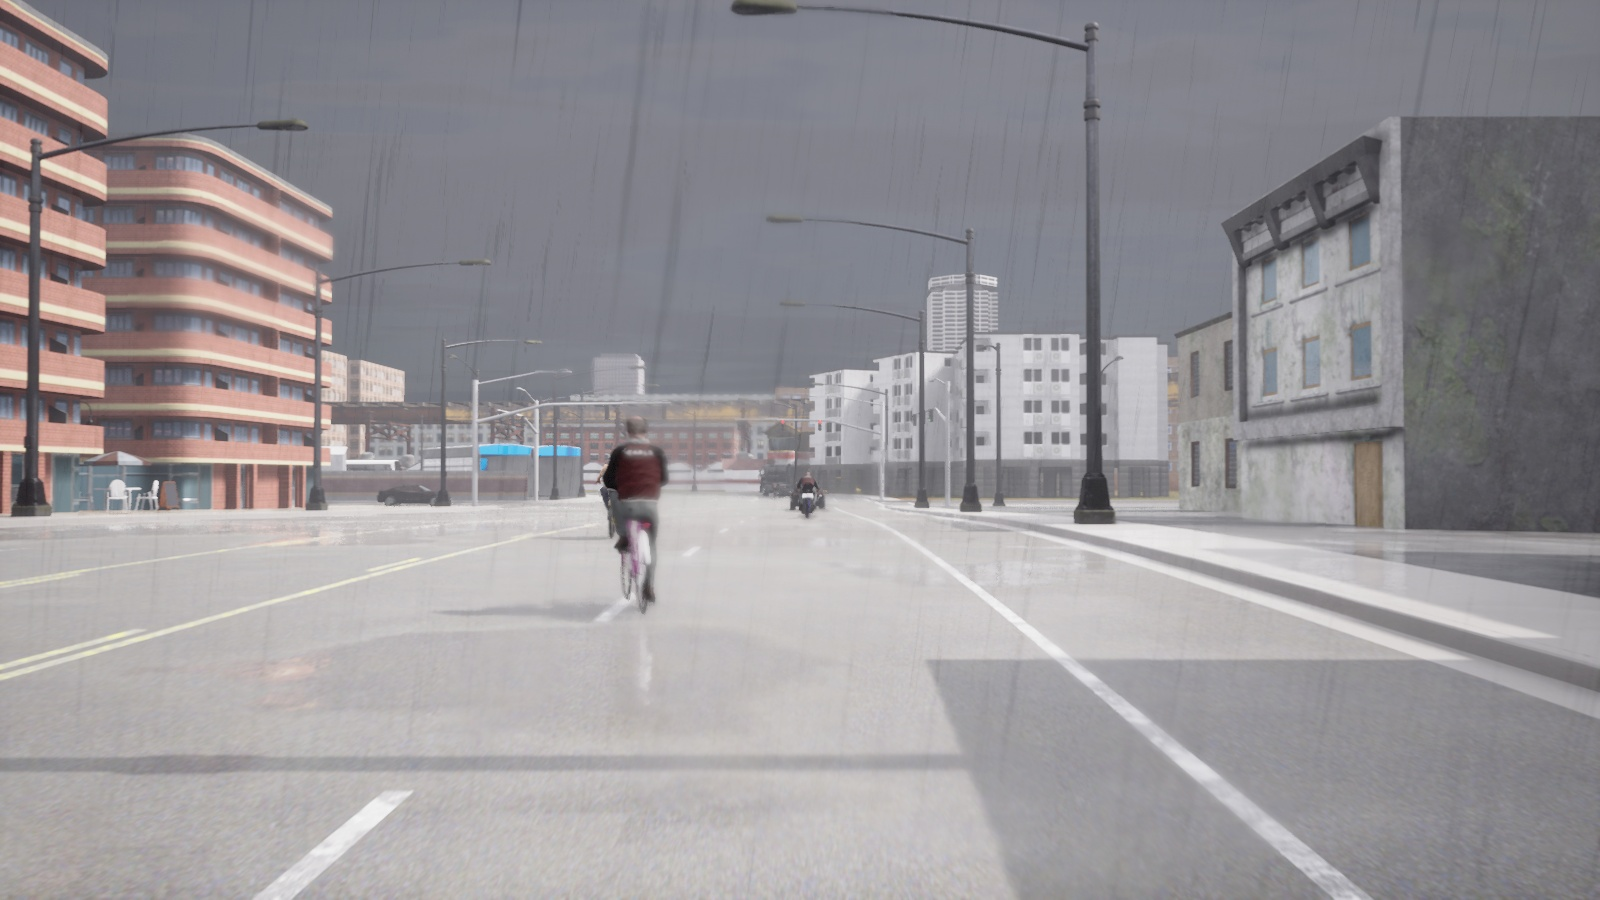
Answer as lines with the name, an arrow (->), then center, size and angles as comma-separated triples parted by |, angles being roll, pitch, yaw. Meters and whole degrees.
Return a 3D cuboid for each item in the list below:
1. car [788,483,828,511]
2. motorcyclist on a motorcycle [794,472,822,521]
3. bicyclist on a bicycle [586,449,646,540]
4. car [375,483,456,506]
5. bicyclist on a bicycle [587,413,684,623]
car -> 0.425, 2.633, 70.375 | 2.163, 1.488, 4.792 | 0, -2, 0
motorcyclist on a motorcycle -> 0.249, 1.504, 40.468 | 0.866, 1.530, 2.191 | 0, -2, 0
bicyclist on a bicycle -> -3.356, 0.800, 23.044 | 0.866, 1.612, 1.509 | 0, -1, 1
car -> -26.605, 3.082, 86.980 | 5.008, 1.535, 1.882 | 0, -1, -2
bicyclist on a bicycle -> -1.550, 0.580, 11.596 | 0.659, 1.776, 1.843 | 0, 0, -15
